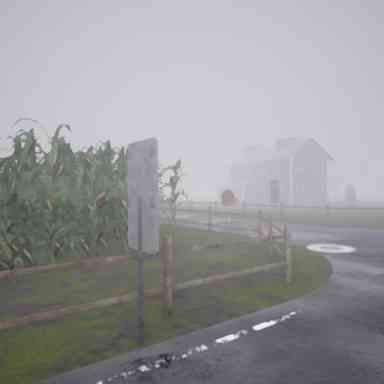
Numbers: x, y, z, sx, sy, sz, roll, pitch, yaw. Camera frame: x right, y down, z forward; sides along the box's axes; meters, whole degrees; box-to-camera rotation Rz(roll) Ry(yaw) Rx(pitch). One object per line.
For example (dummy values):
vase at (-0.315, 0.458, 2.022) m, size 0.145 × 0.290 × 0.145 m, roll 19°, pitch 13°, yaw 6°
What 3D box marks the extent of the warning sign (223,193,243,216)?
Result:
warning sign at (3.454, 1.036, 28.284) m, size 1.300 × 1.860 × 1.060 m, roll -1°, pitch 0°, yaw -35°
